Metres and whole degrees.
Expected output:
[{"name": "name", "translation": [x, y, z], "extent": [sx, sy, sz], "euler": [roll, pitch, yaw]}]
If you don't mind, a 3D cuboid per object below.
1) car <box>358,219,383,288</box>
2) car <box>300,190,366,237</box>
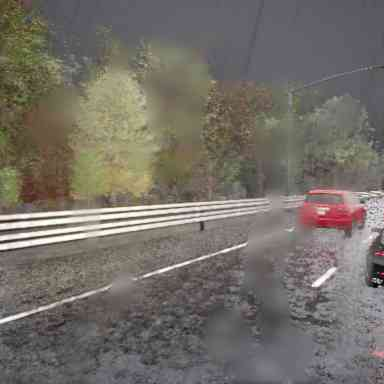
[{"name": "car", "translation": [5.488, 1.386, 8.064], "extent": [1.837, 1.490, 4.892], "euler": [2, 2, 35]}, {"name": "car", "translation": [7.091, 0.933, 16.445], "extent": [2.150, 2.045, 5.566], "euler": [2, 2, 35]}]
